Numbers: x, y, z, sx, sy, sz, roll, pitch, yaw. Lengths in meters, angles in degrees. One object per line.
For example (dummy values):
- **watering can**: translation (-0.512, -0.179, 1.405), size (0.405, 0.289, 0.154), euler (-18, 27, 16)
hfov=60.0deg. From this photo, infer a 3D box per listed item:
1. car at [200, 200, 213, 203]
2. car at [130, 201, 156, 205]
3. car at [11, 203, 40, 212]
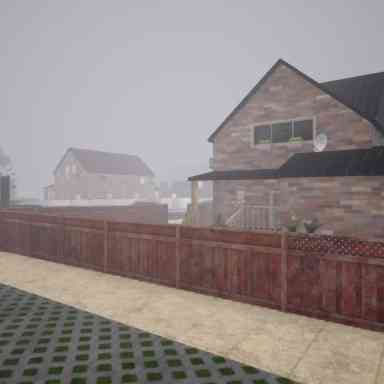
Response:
- **car**: translation (2.179, 1.769, 43.746), size (1.812, 1.442, 4.674), euler (0, 0, 36)
- **car**: translation (-5.179, 1.666, 33.458), size (1.837, 1.490, 4.892), euler (0, -1, 36)
- **car**: translation (-12.450, 1.589, 23.269), size (1.837, 1.490, 4.892), euler (0, 0, 36)
